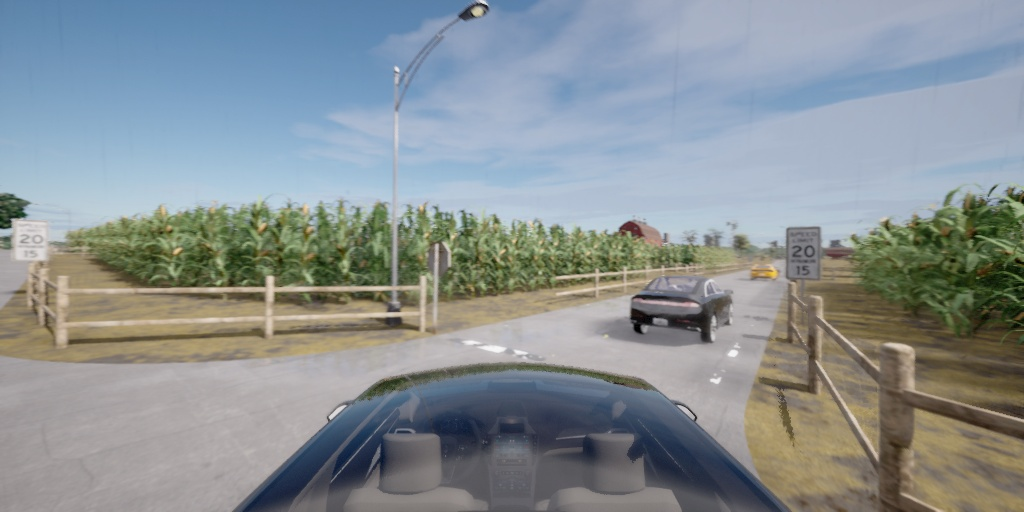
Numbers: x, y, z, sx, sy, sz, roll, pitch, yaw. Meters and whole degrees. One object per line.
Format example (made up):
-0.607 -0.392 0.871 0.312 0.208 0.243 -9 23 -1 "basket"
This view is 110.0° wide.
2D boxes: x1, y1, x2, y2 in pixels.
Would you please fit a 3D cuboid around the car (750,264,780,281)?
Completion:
24.090 1.536 34.275 1.882 1.535 5.008 0 0 38 "car"

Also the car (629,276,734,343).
4.872 1.302 10.042 2.128 1.511 4.902 0 0 38 "car"
